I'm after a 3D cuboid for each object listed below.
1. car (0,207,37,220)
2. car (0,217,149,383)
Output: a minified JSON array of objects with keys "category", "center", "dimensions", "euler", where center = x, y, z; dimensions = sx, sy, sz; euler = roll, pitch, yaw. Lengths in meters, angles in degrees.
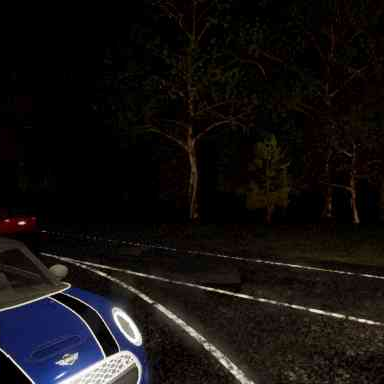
[{"category":"car","center":[-9.842,1.470,17.282],"dimensions":[4.181,1.385,1.994],"euler":[0,0,36]},{"category":"car","center":[-2.644,1.338,3.762],"dimensions":[4.553,1.767,2.097],"euler":[1,0,35]}]
